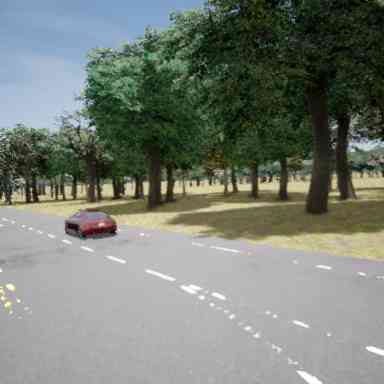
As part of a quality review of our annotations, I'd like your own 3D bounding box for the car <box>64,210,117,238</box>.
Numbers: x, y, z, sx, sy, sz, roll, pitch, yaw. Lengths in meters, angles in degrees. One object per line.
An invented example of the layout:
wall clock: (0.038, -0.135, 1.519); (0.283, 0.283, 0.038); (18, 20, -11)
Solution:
car: (-5.886, 1.712, 18.980); (1.994, 1.385, 4.181); (-4, 1, -36)
